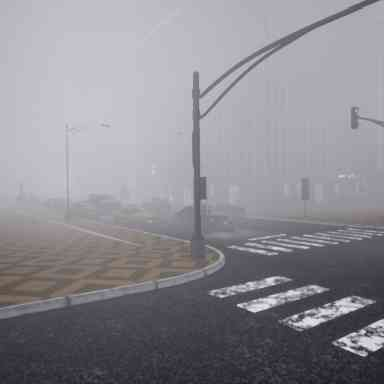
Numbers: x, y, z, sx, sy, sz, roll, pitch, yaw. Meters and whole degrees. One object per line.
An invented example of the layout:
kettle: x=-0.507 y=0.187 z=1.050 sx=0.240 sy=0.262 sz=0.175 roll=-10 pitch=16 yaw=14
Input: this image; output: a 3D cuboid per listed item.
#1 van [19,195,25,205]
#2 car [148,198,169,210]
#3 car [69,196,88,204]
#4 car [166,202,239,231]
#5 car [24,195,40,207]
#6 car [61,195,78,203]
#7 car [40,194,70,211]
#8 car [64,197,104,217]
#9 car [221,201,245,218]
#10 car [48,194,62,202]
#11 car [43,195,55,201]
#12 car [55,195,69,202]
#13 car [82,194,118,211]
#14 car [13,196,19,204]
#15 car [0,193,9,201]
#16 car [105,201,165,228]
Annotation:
van: x=-26.675 y=1.303 z=54.648 sx=1.690 sy=1.788 sz=3.998 roll=-1 pitch=1 yaw=-36
car: x=-4.033 y=1.329 z=36.696 sx=1.967 sy=1.590 sz=4.097 roll=-1 pitch=1 yaw=-36
car: x=-20.269 y=1.389 z=59.242 sx=1.887 sy=1.381 sz=4.507 roll=-1 pitch=1 yaw=-36
car: x=0.548 y=1.528 z=21.093 sx=1.812 sy=1.442 sz=4.674 roll=-1 pitch=1 yaw=-36
car: x=-23.435 y=1.411 z=50.133 sx=1.967 sy=1.590 sz=4.097 roll=-1 pitch=1 yaw=-36
car: x=-23.507 y=1.386 z=63.758 sx=2.008 sy=1.369 sz=4.403 roll=-1 pitch=1 yaw=-36
car: x=-16.959 y=1.429 z=41.101 sx=1.967 sy=1.590 sz=4.097 roll=-1 pitch=1 yaw=-36
car: x=-10.432 y=1.533 z=31.899 sx=1.752 sy=1.417 sz=4.829 roll=-1 pitch=1 yaw=-36
car: x=2.503 y=1.455 z=27.705 sx=2.008 sy=1.369 sz=4.403 roll=-1 pitch=1 yaw=-36
car: x=-29.984 y=1.256 z=72.789 sx=1.967 sy=1.590 sz=4.097 roll=-1 pitch=1 yaw=-36
car: x=-33.321 y=1.332 z=77.443 sx=1.752 sy=1.417 sz=4.829 roll=-1 pitch=1 yaw=-36
car: x=-26.745 y=1.408 z=68.274 sx=1.802 sy=1.307 sz=4.206 roll=-1 pitch=1 yaw=-36
car: x=-9.221 y=1.198 z=34.703 sx=2.150 sy=2.045 sz=5.566 roll=-1 pitch=1 yaw=-36
car: x=-33.149 y=1.494 z=63.682 sx=2.008 sy=1.369 sz=4.403 roll=-1 pitch=1 yaw=-36
car: x=-46.102 y=1.450 z=81.746 sx=1.887 sy=1.381 sz=4.507 roll=-1 pitch=1 yaw=-36
car: x=-4.012 y=1.552 z=22.824 sx=1.752 sy=1.417 sz=4.829 roll=-1 pitch=1 yaw=-36
